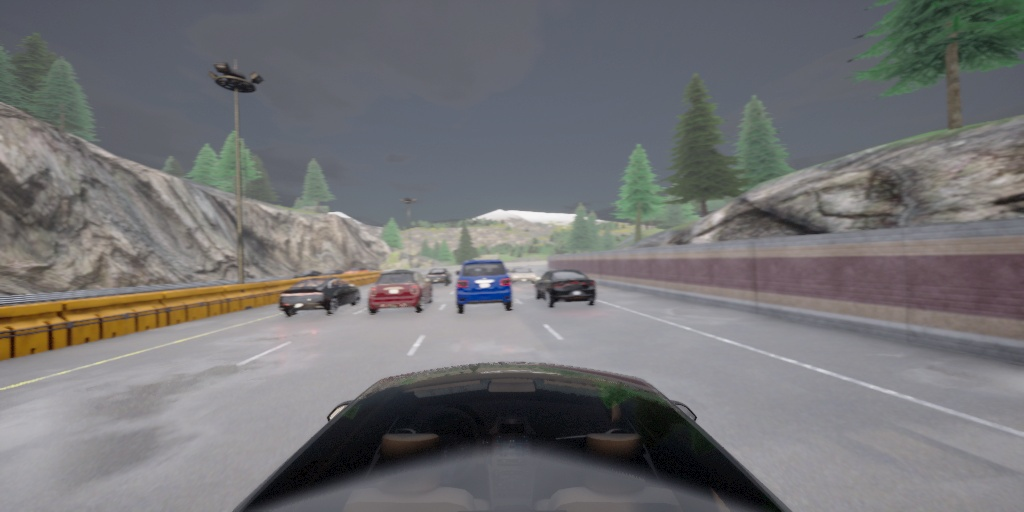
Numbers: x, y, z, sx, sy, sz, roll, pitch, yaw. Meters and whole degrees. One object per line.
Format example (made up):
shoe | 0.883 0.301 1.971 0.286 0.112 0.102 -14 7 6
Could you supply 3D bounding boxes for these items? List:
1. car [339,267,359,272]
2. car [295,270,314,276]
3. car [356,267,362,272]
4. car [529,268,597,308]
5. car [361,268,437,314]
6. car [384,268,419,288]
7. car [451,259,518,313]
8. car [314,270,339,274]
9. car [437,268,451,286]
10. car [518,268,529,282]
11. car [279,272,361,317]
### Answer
car | -23.818 2.562 54.883 2.097 1.767 4.553 -2 -1 5
car | -30.851 2.936 54.534 1.882 1.535 5.008 -2 -1 5
car | -20.483 2.667 52.793 1.895 1.301 4.718 -2 -1 4
car | 2.225 1.311 16.089 1.882 1.535 5.008 -2 -1 -6
car | -4.805 1.436 16.030 2.097 1.767 4.553 -2 -1 -6
car | -9.861 1.930 32.418 1.882 1.535 5.008 -2 -1 -4
car | -1.246 1.175 15.571 2.150 2.045 5.566 -2 0 -6
car | -27.324 2.884 54.972 2.033 1.411 5.357 -2 -1 5
car | -6.288 1.804 31.261 2.128 1.511 4.902 -2 -1 -4
car | 0.781 1.651 30.554 1.895 1.301 4.718 -2 -1 -4
car | -8.306 1.702 15.942 2.128 1.511 4.902 -2 -1 -6
